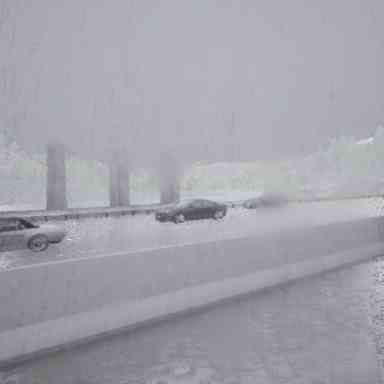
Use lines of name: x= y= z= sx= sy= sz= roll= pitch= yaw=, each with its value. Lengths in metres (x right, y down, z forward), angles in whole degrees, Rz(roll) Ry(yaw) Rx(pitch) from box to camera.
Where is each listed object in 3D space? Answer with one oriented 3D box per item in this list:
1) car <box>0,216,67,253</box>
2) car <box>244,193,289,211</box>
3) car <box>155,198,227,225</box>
car: x=-7.106 y=1.578 z=11.829 sx=4.718 sy=1.301 sz=1.895 roll=-2 pitch=1 yaw=-36
car: x=6.938 y=0.896 z=30.923 sx=4.902 sy=1.511 sz=2.128 roll=-2 pitch=1 yaw=-37
car: x=0.013 y=1.166 z=21.404 sx=5.008 sy=1.535 sz=1.882 roll=-2 pitch=1 yaw=-37
